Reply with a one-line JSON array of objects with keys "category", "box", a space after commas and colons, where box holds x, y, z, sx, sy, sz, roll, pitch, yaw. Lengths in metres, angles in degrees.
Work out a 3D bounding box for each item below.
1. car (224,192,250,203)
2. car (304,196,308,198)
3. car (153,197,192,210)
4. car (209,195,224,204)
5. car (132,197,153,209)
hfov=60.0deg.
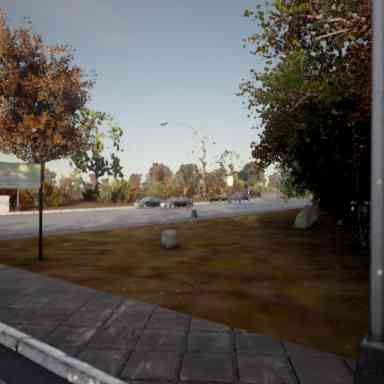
[{"category": "car", "box": [7.599, 0.754, 53.329, 2.097, 1.767, 4.553, 0, 1, 35]}, {"category": "car", "box": [30.512, 0.928, 89.906, 1.837, 1.490, 4.892, 0, 1, 19]}, {"category": "car", "box": [-1.952, 1.327, 40.671, 2.128, 1.511, 4.902, 0, 1, 38]}, {"category": "car", "box": [4.692, 1.129, 55.283, 1.895, 1.301, 4.718, 0, 1, 35]}, {"category": "car", "box": [-5.388, 1.348, 41.955, 1.812, 1.442, 4.674, 0, 0, 38]}]
